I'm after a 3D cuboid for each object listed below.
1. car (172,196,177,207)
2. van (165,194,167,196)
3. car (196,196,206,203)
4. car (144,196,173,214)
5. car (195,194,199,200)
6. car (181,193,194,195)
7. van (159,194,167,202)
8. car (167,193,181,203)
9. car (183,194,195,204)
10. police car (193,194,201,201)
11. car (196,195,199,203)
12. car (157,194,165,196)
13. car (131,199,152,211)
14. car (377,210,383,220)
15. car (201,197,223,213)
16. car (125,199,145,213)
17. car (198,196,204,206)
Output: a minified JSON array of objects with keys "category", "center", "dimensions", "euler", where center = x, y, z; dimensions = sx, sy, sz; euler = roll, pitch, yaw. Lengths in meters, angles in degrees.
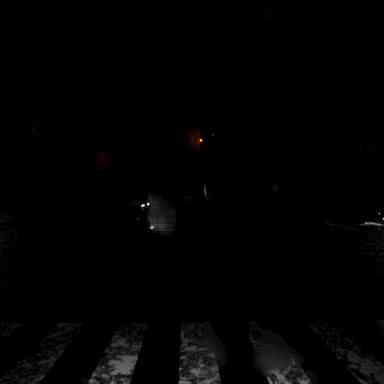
[{"category":"car","center":[-3.629,1.611,48.856],"dimensions":[1.895,1.301,4.718],"euler":[0,0,-1]},{"category":"van","center":[-6.538,1.361,66.609],"dimensions":[1.690,1.788,3.998],"euler":[0,0,-1]},{"category":"car","center":[1.899,1.590,73.116],"dimensions":[1.947,1.339,4.313],"euler":[0,0,-1]},{"category":"car","center":[-3.445,1.496,35.222],"dimensions":[2.128,1.511,4.902],"euler":[0,0,-1]},{"category":"car","center":[2.043,1.567,62.538],"dimensions":[2.008,1.369,4.403],"euler":[0,0,-1]},{"category":"car","center":[-0.891,1.550,75.527],"dimensions":[2.128,1.511,4.902],"euler":[0,0,-1]},{"category":"van","center":[-6.687,1.368,77.435],"dimensions":[1.690,1.788,3.998],"euler":[0,0,-1]},{"category":"car","center":[-3.803,1.498,67.810],"dimensions":[1.882,1.535,5.008],"euler":[0,0,0]},{"category":"car","center":[-0.660,1.620,65.599],"dimensions":[1.895,1.301,4.718],"euler":[0,0,-1]},{"category":"police car","center":[1.267,1.464,90.513],"dimensions":[1.930,1.638,5.238],"euler":[0,0,-1]},{"category":"car","center":[2.179,1.562,52.667],"dimensions":[2.008,1.369,4.403],"euler":[0,0,-1]},{"category":"car","center":[-6.462,1.541,61.027],"dimensions":[1.752,1.417,4.829],"euler":[0,0,-1]},{"category":"car","center":[-6.191,1.557,41.214],"dimensions":[2.008,1.369,4.403],"euler":[0,0,-1]},{"category":"car","center":[14.725,1.249,20.978],"dimensions":[5.357,1.411,2.033],"euler":[-1,0,-1]},{"category":"car","center":[2.402,1.556,36.335],"dimensions":[2.008,1.369,4.403],"euler":[0,0,-1]},{"category":"car","center":[-6.122,1.556,36.222],"dimensions":[2.008,1.369,4.403],"euler":[0,0,-1]},{"category":"car","center":[2.253,1.553,47.223],"dimensions":[1.887,1.381,4.507],"euler":[0,0,-1]}]
